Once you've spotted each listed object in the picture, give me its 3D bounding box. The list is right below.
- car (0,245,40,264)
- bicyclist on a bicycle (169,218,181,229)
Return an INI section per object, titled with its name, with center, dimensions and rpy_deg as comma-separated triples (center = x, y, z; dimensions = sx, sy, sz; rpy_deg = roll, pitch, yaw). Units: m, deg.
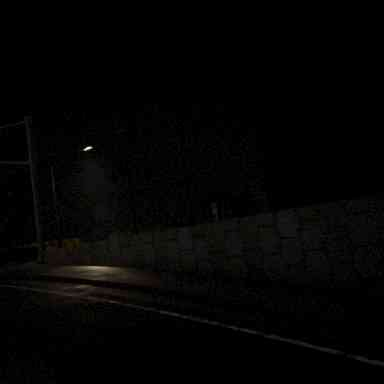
[car]
center = -13.069, 4.512, 23.375
dimensions = 2.128, 1.511, 4.902
rpy_deg = -14, -8, 36
[bicyclist on a bicycle]
center = -1.352, 2.914, 27.282
dimensions = 1.656, 1.620, 0.582
rpy_deg = -14, -8, 35
